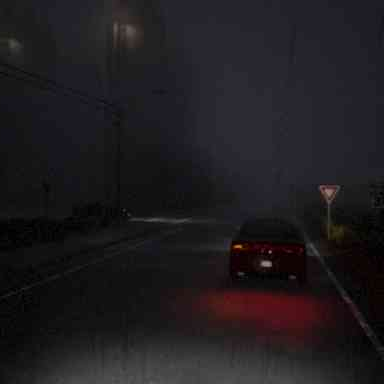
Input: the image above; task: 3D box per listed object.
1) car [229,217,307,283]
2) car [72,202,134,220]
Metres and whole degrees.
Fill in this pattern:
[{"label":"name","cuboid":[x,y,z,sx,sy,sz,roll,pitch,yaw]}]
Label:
[{"label":"car","cuboid":[2.298,1.483,9.928,1.882,1.535,5.008,1,0,14]},{"label":"car","cuboid":[-7.097,1.470,26.790,4.718,1.301,1.895,1,0,14]}]
